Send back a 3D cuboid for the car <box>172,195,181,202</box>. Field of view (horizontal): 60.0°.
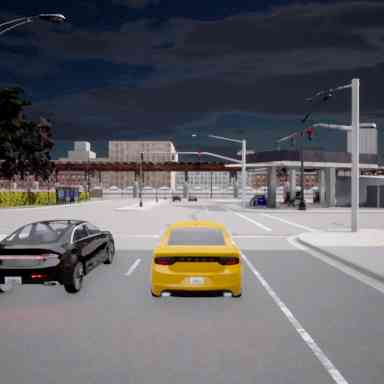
[{"bbox_3d":[-3.339,1.386,73.552,1.837,1.490,4.892,0,0,0],"label":"car"}]

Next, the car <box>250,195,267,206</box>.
[{"bbox_3d":[9.818,1.253,48.849,2.242,1.667,4.611,0,0,0],"label":"car"}]

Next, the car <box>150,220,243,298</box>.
[{"bbox_3d":[0.101,1.468,8.576,1.882,1.535,5.008,0,0,0],"label":"car"}]

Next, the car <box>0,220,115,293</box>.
[{"bbox_3d":[-3.398,1.474,8.793,2.128,1.511,4.902,0,0,0],"label":"car"}]

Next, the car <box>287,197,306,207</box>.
[{"bbox_3d":[15.564,1.425,49.599,1.970,1.475,3.806,0,0,0],"label":"car"}]

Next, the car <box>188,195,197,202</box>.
[{"bbox_3d":[0.161,1.446,73.545,1.994,1.385,4.181,0,0,0],"label":"car"}]
